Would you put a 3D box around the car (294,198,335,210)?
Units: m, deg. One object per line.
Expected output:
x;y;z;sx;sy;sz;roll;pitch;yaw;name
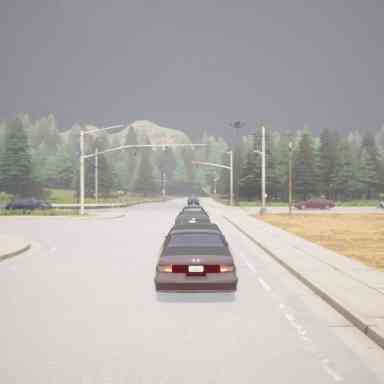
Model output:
14.763;1.430;40.209;4.674;1.442;1.812;0;0;1;car

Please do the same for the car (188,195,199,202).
0.188;1.506;55.976;1.895;1.301;4.718;0;0;-1;car

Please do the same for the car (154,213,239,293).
0.085;1.535;8.971;2.033;1.411;5.357;0;0;0;car

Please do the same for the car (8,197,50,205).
-18.041;1.386;37.140;4.553;1.767;2.097;0;0;1;car

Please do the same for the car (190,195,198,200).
0.533;1.398;89.522;1.994;1.385;4.181;0;0;2;car

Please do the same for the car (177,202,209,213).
0.067;1.530;19.578;1.994;1.385;4.181;0;0;1;car

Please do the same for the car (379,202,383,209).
25.042;1.391;40.014;4.674;1.442;1.812;0;0;1;car
